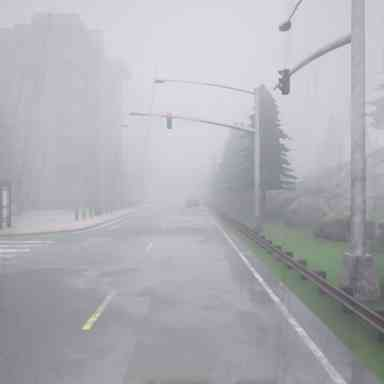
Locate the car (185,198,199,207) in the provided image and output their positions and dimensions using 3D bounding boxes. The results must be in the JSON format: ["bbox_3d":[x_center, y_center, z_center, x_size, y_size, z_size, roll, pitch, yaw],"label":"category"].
[{"bbox_3d":[0.019,1.564,50.591,1.994,1.385,4.181,0,0,0],"label":"car"}]
